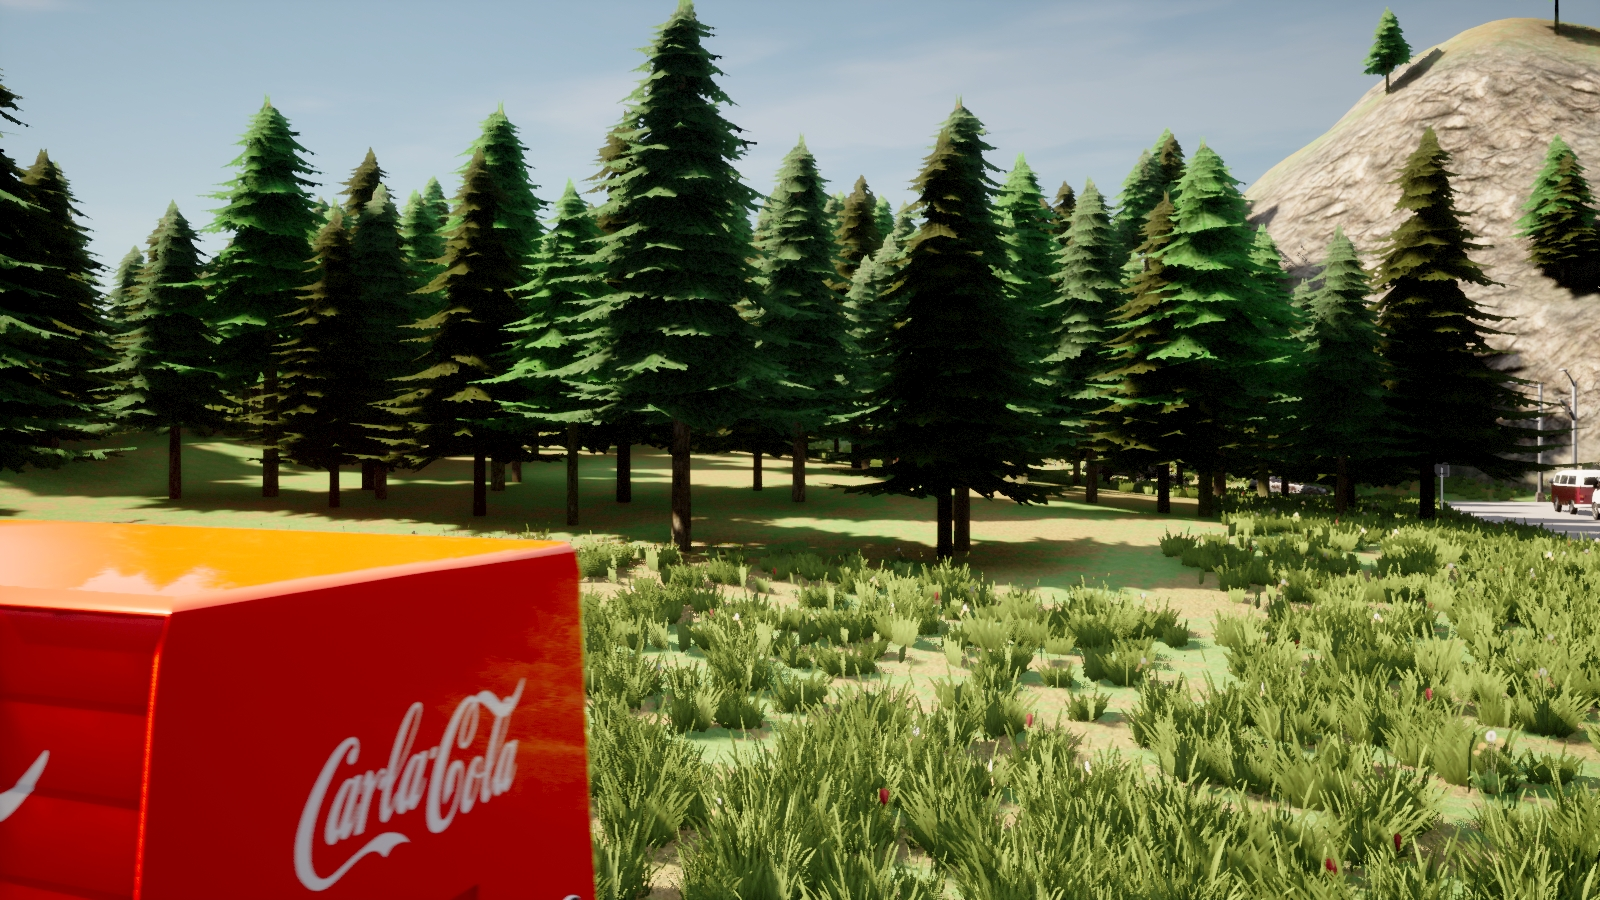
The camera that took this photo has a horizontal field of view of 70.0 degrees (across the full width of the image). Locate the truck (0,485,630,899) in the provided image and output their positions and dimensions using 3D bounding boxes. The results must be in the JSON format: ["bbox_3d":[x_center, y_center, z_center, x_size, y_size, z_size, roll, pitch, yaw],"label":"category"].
[{"bbox_3d":[-3.641,1.427,4.652,5.204,2.467,2.627,0,0,20],"label":"truck"}]

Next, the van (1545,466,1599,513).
[{"bbox_3d":[36.159,1.782,52.642,2.069,2.038,4.480,0,0,20],"label":"van"}]

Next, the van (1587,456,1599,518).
[{"bbox_3d":[33.726,1.534,45.978,1.988,2.561,5.915,0,0,20],"label":"van"}]
